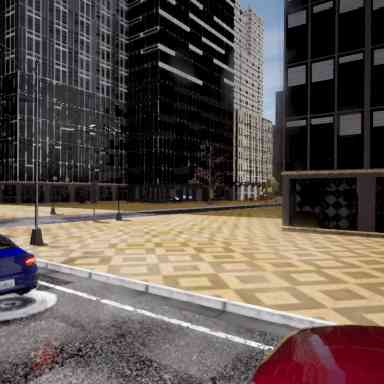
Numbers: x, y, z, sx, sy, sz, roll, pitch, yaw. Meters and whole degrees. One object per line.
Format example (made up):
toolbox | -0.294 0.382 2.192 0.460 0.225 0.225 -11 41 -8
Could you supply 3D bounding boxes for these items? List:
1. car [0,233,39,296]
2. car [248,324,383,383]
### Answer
car | -5.252 1.523 7.427 4.674 1.442 1.812 0 0 36
car | 2.351 1.564 2.000 4.181 1.385 1.994 0 0 35
